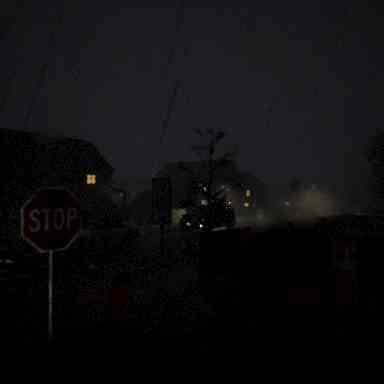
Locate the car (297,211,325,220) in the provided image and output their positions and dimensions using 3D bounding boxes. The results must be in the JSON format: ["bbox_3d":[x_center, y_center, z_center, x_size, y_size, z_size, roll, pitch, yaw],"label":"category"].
[{"bbox_3d":[13.524,2.814,37.614,2.033,1.411,5.357,0,-2,36],"label":"car"}]

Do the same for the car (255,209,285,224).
[{"bbox_3d":[8.345,2.594,35.346,2.128,1.511,4.902,0,-1,35],"label":"car"}]

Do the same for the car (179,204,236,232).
[{"bbox_3d":[1.346,1.966,25.433,2.150,2.045,5.566,0,-1,35],"label":"car"}]

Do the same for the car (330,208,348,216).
[{"bbox_3d":[22.059,3.216,49.735,2.128,1.511,4.902,0,-2,35],"label":"car"}]

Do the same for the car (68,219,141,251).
[{"bbox_3d":[-4.838,2.037,16.662,1.895,1.301,4.718,0,-1,35],"label":"car"}]
